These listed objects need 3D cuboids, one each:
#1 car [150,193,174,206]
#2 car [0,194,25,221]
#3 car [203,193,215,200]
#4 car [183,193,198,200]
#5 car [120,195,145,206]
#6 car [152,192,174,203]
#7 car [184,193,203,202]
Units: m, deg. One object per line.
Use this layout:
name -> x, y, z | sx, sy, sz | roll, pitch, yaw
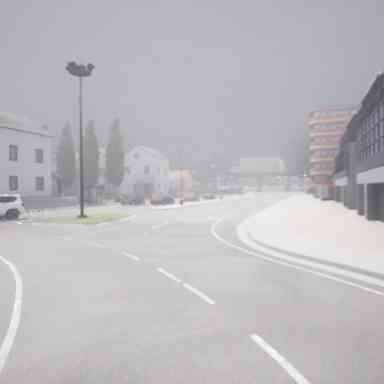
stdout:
car -> -4.320, 1.239, 49.261 | 2.033, 1.411, 5.357 | -1, 0, 20
car -> -15.722, 1.231, 25.345 | 2.150, 2.045, 5.566 | 0, 1, 37
car -> 3.670, 0.938, 72.421 | 1.812, 1.442, 4.674 | -1, 0, 19
car -> -0.218, 1.017, 71.872 | 1.994, 1.385, 4.181 | -1, 0, 19
car -> -8.490, 1.260, 47.944 | 1.837, 1.490, 4.892 | -1, 0, 19
car -> -4.955, 0.989, 58.214 | 2.097, 1.767, 4.553 | -1, 0, 19
car -> -0.052, 1.074, 61.568 | 1.812, 1.442, 4.674 | -1, 0, 19
